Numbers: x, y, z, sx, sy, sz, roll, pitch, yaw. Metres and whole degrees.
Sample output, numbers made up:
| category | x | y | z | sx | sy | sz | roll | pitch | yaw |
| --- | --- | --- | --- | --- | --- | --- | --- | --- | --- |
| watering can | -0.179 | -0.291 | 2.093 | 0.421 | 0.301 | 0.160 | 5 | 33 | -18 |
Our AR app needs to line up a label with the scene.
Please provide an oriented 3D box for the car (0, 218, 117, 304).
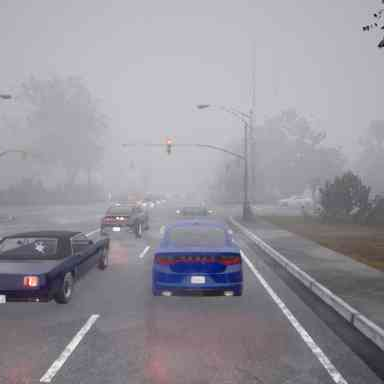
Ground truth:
| category | x | y | z | sx | sy | sz | roll | pitch | yaw |
| --- | --- | --- | --- | --- | --- | --- | --- | --- | --- |
| car | -3.387 | 1.573 | 8.044 | 1.895 | 1.301 | 4.718 | 0 | 0 | 0 |

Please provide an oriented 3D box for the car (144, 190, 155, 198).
| category | x | y | z | sx | sy | sz | roll | pitch | yaw |
| --- | --- | --- | --- | --- | --- | --- | --- | --- | --- |
| car | -10.811 | 0.438 | 84.696 | 2.150 | 2.045 | 5.566 | 0 | 1 | -3 |

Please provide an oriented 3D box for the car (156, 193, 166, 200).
| category | x | y | z | sx | sy | sz | roll | pitch | yaw |
| --- | --- | --- | --- | --- | --- | --- | --- | --- | --- |
| car | -6.984 | 0.956 | 74.345 | 1.895 | 1.301 | 4.718 | 0 | 1 | -1 |

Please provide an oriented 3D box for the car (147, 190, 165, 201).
| category | x | y | z | sx | sy | sz | roll | pitch | yaw |
| --- | --- | --- | --- | --- | --- | --- | --- | --- | --- |
| car | -6.965 | 0.956 | 64.320 | 1.882 | 1.535 | 5.008 | 0 | 1 | 0 |

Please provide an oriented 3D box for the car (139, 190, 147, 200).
| category | x | y | z | sx | sy | sz | roll | pitch | yaw |
| --- | --- | --- | --- | --- | --- | --- | --- | --- | --- |
| car | -10.463 | 0.709 | 63.486 | 2.150 | 2.045 | 5.566 | 0 | 1 | 0 |

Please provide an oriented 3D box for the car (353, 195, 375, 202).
| category | x | y | z | sx | sy | sz | roll | pitch | yaw |
| --- | --- | --- | --- | --- | --- | --- | --- | --- | --- |
| car | 22.478 | 1.174 | 43.329 | 4.892 | 1.490 | 1.837 | 0 | 1 | -3 |

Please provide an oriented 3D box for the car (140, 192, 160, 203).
| category | x | y | z | sx | sy | sz | roll | pitch | yaw |
| --- | --- | --- | --- | --- | --- | --- | --- | --- | --- |
| car | -7.006 | 1.127 | 55.511 | 1.994 | 1.385 | 4.181 | 0 | 1 | 0 |

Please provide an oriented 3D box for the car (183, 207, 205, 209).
| category | x | y | z | sx | sy | sz | roll | pitch | yaw |
| --- | --- | --- | --- | --- | --- | --- | --- | --- | --- |
| car | 0.126 | 1.458 | 17.572 | 1.994 | 1.385 | 4.181 | 0 | 0 | 0 |

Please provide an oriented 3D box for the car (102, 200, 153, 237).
| category | x | y | z | sx | sy | sz | roll | pitch | yaw |
| --- | --- | --- | --- | --- | --- | --- | --- | --- | --- |
| car | -3.373 | 1.402 | 17.296 | 1.837 | 1.490 | 4.892 | 0 | 0 | 0 |

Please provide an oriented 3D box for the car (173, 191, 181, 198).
| category | x | y | z | sx | sy | sz | roll | pitch | yaw |
| --- | --- | --- | --- | --- | --- | --- | --- | --- | --- |
| car | -3.836 | 0.737 | 85.329 | 2.033 | 1.411 | 5.357 | 0 | 1 | -4 |

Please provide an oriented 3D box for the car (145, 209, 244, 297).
| category | x | y | z | sx | sy | sz | roll | pitch | yaw |
| --- | --- | --- | --- | --- | --- | --- | --- | --- | --- |
| car | 0.114 | 1.446 | 8.591 | 1.882 | 1.535 | 5.008 | 0 | 0 | 0 |

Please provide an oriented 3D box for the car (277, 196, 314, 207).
| category | x | y | z | sx | sy | sz | roll | pitch | yaw |
| --- | --- | --- | --- | --- | --- | --- | --- | --- | --- |
| car | 13.290 | 1.200 | 42.822 | 4.674 | 1.442 | 1.812 | 0 | 1 | -3 |

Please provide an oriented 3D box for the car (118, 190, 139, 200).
| category | x | y | z | sx | sy | sz | roll | pitch | yaw |
| --- | --- | --- | --- | --- | --- | --- | --- | --- | --- |
| car | -10.536 | 0.929 | 53.902 | 2.097 | 1.767 | 4.553 | 0 | 1 | 1 |

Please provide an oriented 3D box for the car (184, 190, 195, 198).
| category | x | y | z | sx | sy | sz | roll | pitch | yaw |
| --- | --- | --- | --- | --- | --- | --- | --- | --- | --- |
| car | -0.340 | 0.419 | 85.464 | 2.150 | 2.045 | 5.566 | 0 | 1 | -4 |
